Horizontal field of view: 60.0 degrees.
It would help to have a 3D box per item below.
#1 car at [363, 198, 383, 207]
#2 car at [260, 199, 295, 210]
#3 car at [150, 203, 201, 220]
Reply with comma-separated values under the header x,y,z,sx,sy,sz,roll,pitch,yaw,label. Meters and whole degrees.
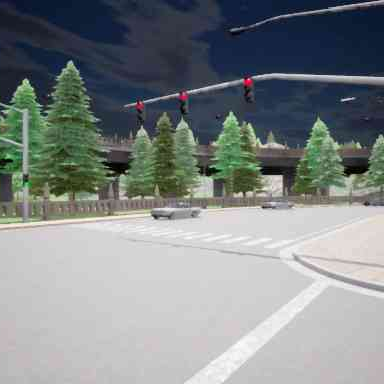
x,y,z,sx,sy,sz,roll,pitch,yaw,label
27.875,1.560,49.664,4.181,1.385,1.994,0,0,-9,car
10.694,1.574,41.630,4.718,1.301,1.895,0,0,-38,car
-1.308,1.577,27.801,1.895,1.301,4.718,0,0,37,car
